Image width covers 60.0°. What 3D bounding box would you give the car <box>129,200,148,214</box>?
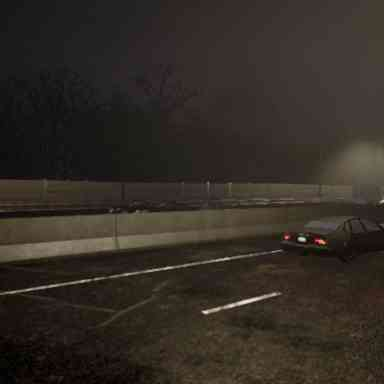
[{"bbox_3d":[-2.388,1.491,28.077,4.902,1.511,2.128,0,0,-35],"label":"car"}]

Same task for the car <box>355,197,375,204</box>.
[{"bbox_3d":[28.636,1.554,54.415,4.674,1.442,1.812,0,0,-35],"label":"car"}]

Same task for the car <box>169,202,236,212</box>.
[{"bbox_3d":[1.462,1.548,22.227,5.357,1.411,2.033,0,0,-35],"label":"car"}]

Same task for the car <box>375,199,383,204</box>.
[{"bbox_3d":[31.057,1.555,51.847,4.674,1.442,1.812,0,0,-35],"label":"car"}]

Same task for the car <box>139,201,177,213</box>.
[{"bbox_3d":[-1.392,1.563,24.488,4.181,1.385,1.994,0,0,-35],"label":"car"}]

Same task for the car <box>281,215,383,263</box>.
[{"bbox_3d":[5.527,1.548,11.988,5.357,1.411,2.033,0,0,-35],"label":"car"}]

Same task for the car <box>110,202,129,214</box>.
[{"bbox_3d":[-5.072,1.490,30.458,4.902,1.511,2.128,0,0,-36],"label":"car"}]
